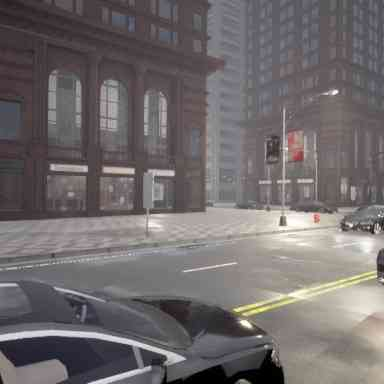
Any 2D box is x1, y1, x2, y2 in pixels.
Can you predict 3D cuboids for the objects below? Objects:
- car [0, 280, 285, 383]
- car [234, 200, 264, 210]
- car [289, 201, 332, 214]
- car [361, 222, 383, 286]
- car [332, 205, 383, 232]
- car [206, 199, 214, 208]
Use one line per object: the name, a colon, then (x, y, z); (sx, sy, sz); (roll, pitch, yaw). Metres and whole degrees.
car: (-1.350, 1.492, 2.476); (4.902, 1.511, 2.128); (0, 0, -36)
car: (7.735, 1.787, 45.320); (1.994, 1.385, 4.181); (1, -1, -35)
car: (13.497, 1.725, 37.222); (2.033, 1.411, 5.357); (1, -1, -35)
car: (6.261, 1.516, 7.904); (4.892, 1.490, 1.837); (0, 0, -35)
car: (10.426, 1.546, 19.102); (4.892, 1.490, 1.837); (0, 0, -35)
car: (1.549, 1.750, 54.023); (1.882, 1.535, 5.008); (1, -1, -35)
